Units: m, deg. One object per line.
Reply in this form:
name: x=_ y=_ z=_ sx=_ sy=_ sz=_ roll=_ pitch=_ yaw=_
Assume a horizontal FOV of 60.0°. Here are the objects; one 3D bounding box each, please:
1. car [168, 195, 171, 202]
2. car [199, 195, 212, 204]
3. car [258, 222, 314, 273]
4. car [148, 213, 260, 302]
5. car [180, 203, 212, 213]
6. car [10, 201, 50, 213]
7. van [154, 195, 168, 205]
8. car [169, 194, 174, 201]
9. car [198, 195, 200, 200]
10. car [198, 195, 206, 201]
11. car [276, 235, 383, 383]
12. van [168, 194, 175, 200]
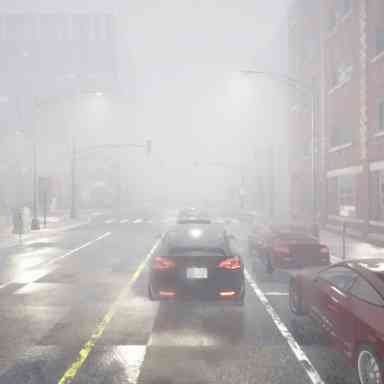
car: x=-5.736 y=1.602 z=65.228 sx=1.802 sy=1.307 sz=4.206 roll=1 pitch=0 yaw=0
car: x=2.650 y=1.544 z=59.715 sx=1.752 sy=1.417 sz=4.829 roll=1 pitch=0 yaw=0
car: x=2.828 y=1.585 z=10.291 sx=1.802 sy=1.307 sz=4.206 roll=1 pitch=0 yaw=0
car: x=0.093 y=1.506 z=8.336 sx=2.163 sy=1.488 sz=4.792 roll=0 pitch=0 yaw=0
car: x=0.086 y=1.552 z=17.608 sx=2.033 sy=1.411 sz=5.357 roll=0 pitch=0 yaw=-1
car: x=-18.744 y=1.730 z=38.655 sx=4.313 sy=1.339 sz=1.947 roll=0 pitch=-1 yaw=0
van: x=-5.727 y=1.359 z=59.576 sx=1.690 sy=1.788 sz=3.998 roll=1 pitch=0 yaw=0
car: x=-5.746 y=1.607 z=76.533 sx=1.802 sy=1.307 sz=4.206 roll=1 pitch=0 yaw=0
car: x=2.630 y=1.573 z=82.155 sx=1.887 sy=1.381 sz=4.507 roll=1 pitch=0 yaw=0
car: x=2.625 y=1.597 z=87.806 sx=1.947 sy=1.339 sz=4.313 roll=1 pitch=0 yaw=0
car: x=2.663 y=1.583 z=4.635 sx=1.802 sy=1.307 sz=4.206 roll=1 pitch=0 yaw=0
van: x=-5.756 y=1.376 z=93.490 sx=1.690 sy=1.788 sz=3.998 roll=1 pitch=0 yaw=0
